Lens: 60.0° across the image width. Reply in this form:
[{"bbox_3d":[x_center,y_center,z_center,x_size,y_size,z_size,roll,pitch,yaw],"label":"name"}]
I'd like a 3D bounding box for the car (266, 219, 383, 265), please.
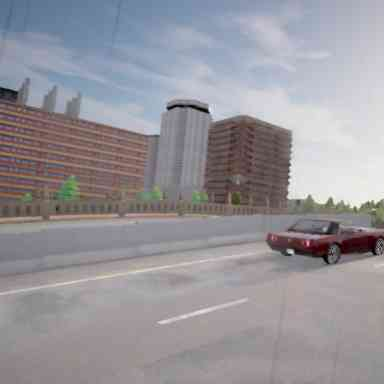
[{"bbox_3d":[4.836,1.571,11.498,4.718,1.301,1.895,1,-1,-36],"label":"car"}]
